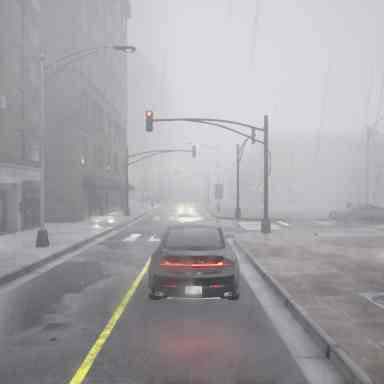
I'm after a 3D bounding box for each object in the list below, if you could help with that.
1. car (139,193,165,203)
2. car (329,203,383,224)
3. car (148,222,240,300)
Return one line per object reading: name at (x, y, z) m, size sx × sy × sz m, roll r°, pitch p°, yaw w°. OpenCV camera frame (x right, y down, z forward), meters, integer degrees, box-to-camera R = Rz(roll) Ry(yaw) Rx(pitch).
car at (-8.402, 1.294, 70.028) m, size 5.566 × 2.045 × 2.150 m, roll 0°, pitch 0°, yaw 9°
car at (12.061, 1.515, 23.748) m, size 4.181 × 1.385 × 1.994 m, roll 0°, pitch 0°, yaw 0°
car at (0.058, 1.505, 8.358) m, size 1.837 × 1.490 × 4.892 m, roll 0°, pitch 0°, yaw 1°
